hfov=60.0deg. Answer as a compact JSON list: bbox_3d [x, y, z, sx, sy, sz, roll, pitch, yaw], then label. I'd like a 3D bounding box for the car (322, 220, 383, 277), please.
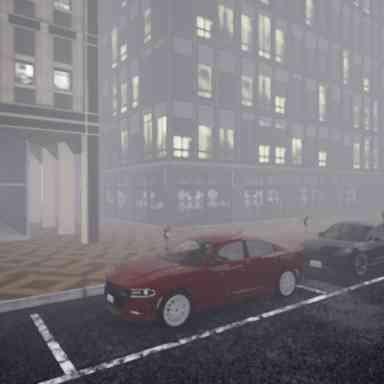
[{"bbox_3d":[5.100,1.552,10.200,4.313,1.339,1.947,0,0,-35],"label":"car"}]

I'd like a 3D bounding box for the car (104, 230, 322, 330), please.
[{"bbox_3d":[0.462,1.539,6.893,4.507,1.381,1.887,0,0,-35],"label":"car"}]
